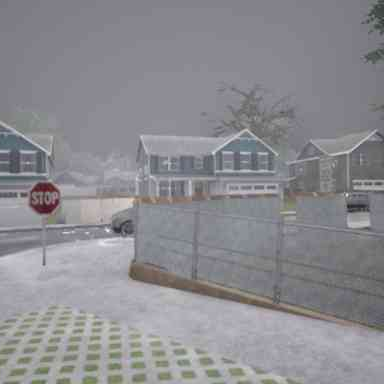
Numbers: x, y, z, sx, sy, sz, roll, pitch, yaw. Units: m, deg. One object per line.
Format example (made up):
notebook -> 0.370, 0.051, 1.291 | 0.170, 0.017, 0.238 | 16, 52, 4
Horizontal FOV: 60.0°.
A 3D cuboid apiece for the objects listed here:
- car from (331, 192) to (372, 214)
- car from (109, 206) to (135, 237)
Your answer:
car -> 9.931, 0.770, 21.579 | 4.902, 1.511, 2.128 | -2, -1, -17
car -> -1.560, 1.159, 14.854 | 4.181, 1.385, 1.994 | -2, -1, -19
